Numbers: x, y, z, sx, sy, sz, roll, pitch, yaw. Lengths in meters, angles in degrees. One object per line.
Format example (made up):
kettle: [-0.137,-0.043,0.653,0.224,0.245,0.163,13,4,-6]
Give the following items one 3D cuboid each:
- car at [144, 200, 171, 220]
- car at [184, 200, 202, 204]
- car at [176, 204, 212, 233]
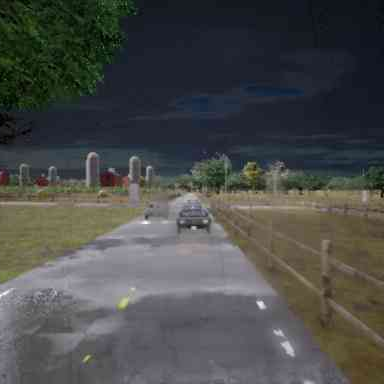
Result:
car: [-2.834,1.469,28.058,1.837,1.490,4.892,0,0,0]
car: [0.094,1.513,34.835,1.994,1.385,4.181,0,0,0]
car: [0.100,1.581,19.651,1.895,1.301,4.718,0,0,0]
